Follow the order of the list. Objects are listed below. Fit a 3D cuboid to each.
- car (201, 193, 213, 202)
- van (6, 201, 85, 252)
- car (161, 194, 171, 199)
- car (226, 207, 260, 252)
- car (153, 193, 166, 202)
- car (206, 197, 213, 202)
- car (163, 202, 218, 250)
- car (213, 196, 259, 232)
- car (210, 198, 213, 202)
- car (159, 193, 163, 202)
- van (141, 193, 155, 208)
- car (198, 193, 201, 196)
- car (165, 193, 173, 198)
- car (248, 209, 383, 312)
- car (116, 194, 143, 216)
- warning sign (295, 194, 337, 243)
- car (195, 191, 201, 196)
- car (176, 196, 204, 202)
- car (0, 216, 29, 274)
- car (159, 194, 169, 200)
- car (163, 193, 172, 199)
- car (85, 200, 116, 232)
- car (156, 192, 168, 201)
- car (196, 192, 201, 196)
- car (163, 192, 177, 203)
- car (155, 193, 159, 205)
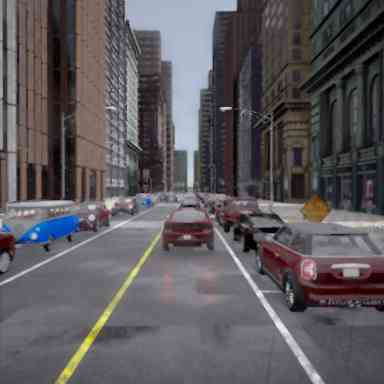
[{"bbox_3d":[2.477,1.181,41.440,1.967,1.590,4.097,0,0,0],"label":"car"},{"bbox_3d":[-5.856,1.258,13.192,1.690,1.788,3.998,0,0,0],"label":"van"},{"bbox_3d":[-6.315,1.077,80.830,1.947,1.339,4.313,0,0,0],"label":"car"},{"bbox_3d":[2.669,1.482,13.261,1.947,1.339,4.313,0,0,0],"label":"car"},{"bbox_3d":[-6.201,1.049,63.920,1.967,1.590,4.097,0,0,0],"label":"car"},{"bbox_3d":[2.554,1.377,30.169,1.947,1.339,4.313,0,0,0],"label":"car"},{"bbox_3d":[-0.045,1.391,13.819,1.882,1.535,5.008,0,0,3],"label":"car"},{"bbox_3d":[2.630,1.196,18.896,2.192,1.841,5.009,0,0,0],"label":"car"},{"bbox_3d":[2.593,1.391,24.533,1.887,1.381,4.507,0,0,0],"label":"car"},{"bbox_3d":[-6.124,1.225,52.648,2.008,1.369,4.403,0,0,0],"label":"car"},{"bbox_3d":[-6.048,1.083,41.374,1.690,1.788,3.998,0,0,0],"label":"van"},{"bbox_3d":[2.401,1.239,52.713,1.947,1.339,4.313,0,0,0],"label":"car"},{"bbox_3d":[-6.392,1.031,92.104,1.802,1.307,4.206,0,0,0],"label":"car"},{"bbox_3d":[2.707,1.392,7.623,1.967,1.590,4.097,0,0,0],"label":"car"},{"bbox_3d":[-5.971,1.252,30.102,1.967,1.590,4.097,0,0,0],"label":"car"},{"bbox_3d":[4.978,1.030,13.431,1.300,1.860,1.060,0,1,0],"label":"warning sign"},{"bbox_3d":[2.210,1.092,80.894,1.802,1.307,4.206,0,0,0],"label":"car"},{"bbox_3d":[-0.144,1.330,28.044,1.837,1.490,4.892,0,1,0],"label":"car"},{"bbox_3d":[-5.818,1.497,7.557,1.887,1.381,4.507,0,0,0],"label":"car"},{"bbox_3d":[-6.277,1.110,75.194,1.947,1.339,4.313,0,0,0],"label":"car"},{"bbox_3d":[-6.353,1.031,86.466,2.008,1.369,4.403,0,0,0],"label":"car"},{"bbox_3d":[-5.894,1.322,18.829,1.967,1.590,4.097,0,0,0],"label":"car"},{"bbox_3d":[-6.239,0.891,69.556,2.192,1.841,5.009,0,0,0],"label":"car"},{"bbox_3d":[2.286,1.157,69.622,1.802,1.307,4.206,0,0,0],"label":"car"},{"bbox_3d":[-3.452,1.138,57.368,2.128,1.511,4.902,0,0,0],"label":"car"},{"bbox_3d":[-6.084,1.234,46.842,1.752,1.417,4.829,0,0,0],"label":"car"}]
